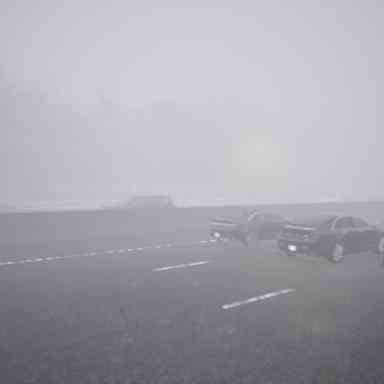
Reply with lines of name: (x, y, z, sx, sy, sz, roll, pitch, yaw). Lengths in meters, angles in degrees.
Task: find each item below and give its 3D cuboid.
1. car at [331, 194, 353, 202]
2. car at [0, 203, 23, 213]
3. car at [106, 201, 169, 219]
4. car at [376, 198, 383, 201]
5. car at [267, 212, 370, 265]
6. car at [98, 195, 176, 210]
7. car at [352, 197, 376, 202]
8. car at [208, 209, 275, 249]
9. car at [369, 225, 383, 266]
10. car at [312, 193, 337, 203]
car: (23.965, 1.504, 51.090, 4.892, 1.490, 1.837, 0, 0, -35)
car: (-16.004, 1.561, 26.954, 4.181, 1.385, 1.994, 0, 0, -35)
car: (-4.963, 1.544, 30.470, 5.357, 1.411, 2.033, 0, 0, -35)
car: (27.995, 1.219, 45.376, 5.566, 2.045, 2.150, 0, 0, -35)
car: (5.115, 1.505, 11.818, 4.892, 1.490, 1.837, 0, 0, -36)
car: (-3.716, 1.222, 22.797, 5.566, 2.045, 2.150, 0, 0, -35)
car: (26.024, 1.545, 48.255, 5.357, 1.411, 2.033, 0, 0, -35)
car: (2.982, 1.490, 14.593, 4.902, 1.511, 2.128, 0, 0, -35)
car: (7.267, 1.547, 9.057, 5.357, 1.411, 2.033, 0, 0, -36)
car: (21.775, 1.220, 53.821, 5.566, 2.045, 2.150, 0, 0, -35)
